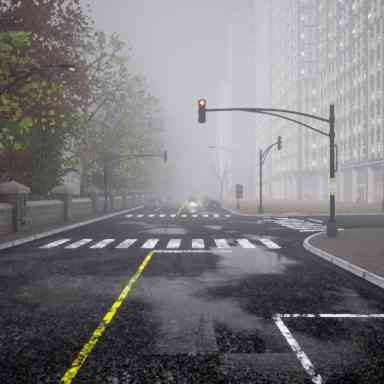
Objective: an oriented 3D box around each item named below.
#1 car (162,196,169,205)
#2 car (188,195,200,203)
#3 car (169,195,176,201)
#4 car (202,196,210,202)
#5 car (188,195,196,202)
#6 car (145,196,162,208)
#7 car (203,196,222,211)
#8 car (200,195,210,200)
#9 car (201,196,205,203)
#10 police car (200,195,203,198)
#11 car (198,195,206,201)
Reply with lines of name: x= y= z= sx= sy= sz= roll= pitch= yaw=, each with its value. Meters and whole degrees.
car: x=-5.657 y=1.477 z=58.444 sx=1.967 sy=1.590 sz=4.097 roll=0 pitch=0 yaw=0
car: x=0.084 y=1.565 z=71.064 sx=2.128 sy=1.511 sz=4.902 roll=0 pitch=0 yaw=0
car: x=-5.642 y=1.625 z=86.605 sx=1.887 sy=1.381 sz=4.507 roll=0 pitch=0 yaw=0
car: x=3.191 y=1.589 z=76.853 sx=1.812 sy=1.442 sz=4.674 roll=0 pitch=0 yaw=0
car: x=0.043 y=1.569 z=80.081 sx=1.837 sy=1.490 sz=4.892 roll=0 pitch=0 yaw=0
car: x=-5.664 y=1.607 z=47.179 sx=1.802 sy=1.307 sz=4.206 roll=0 pitch=0 yaw=0
car: x=2.713 y=1.586 z=41.541 sx=1.947 sy=1.339 sz=4.313 roll=0 pitch=0 yaw=0
car: x=2.720 y=1.597 z=52.807 sx=1.947 sy=1.339 sz=4.313 roll=0 pitch=0 yaw=0
car: x=2.717 y=1.591 z=47.174 sx=1.947 sy=1.339 sz=4.313 roll=0 pitch=0 yaw=0
police car: x=3.173 y=1.477 z=69.963 sx=1.930 sy=1.638 sz=5.238 roll=0 pitch=0 yaw=0
car: x=2.742 y=1.641 z=92.232 sx=2.008 sy=1.369 sz=4.403 roll=0 pitch=0 yaw=0
